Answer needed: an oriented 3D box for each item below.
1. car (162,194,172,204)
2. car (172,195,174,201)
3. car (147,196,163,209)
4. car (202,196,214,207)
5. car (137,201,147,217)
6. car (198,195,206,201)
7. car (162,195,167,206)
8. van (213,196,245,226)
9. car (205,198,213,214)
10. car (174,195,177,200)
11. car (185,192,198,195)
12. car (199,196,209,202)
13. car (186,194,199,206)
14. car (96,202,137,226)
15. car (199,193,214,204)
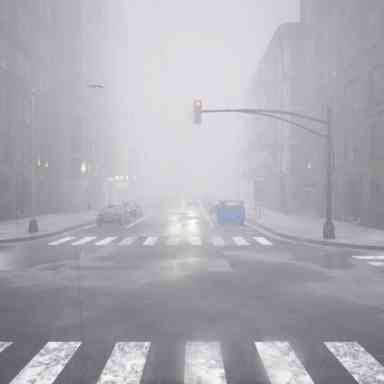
[{"bbox_3d":[-5.388,1.549,62.967,1.947,1.339,4.313,0,0,0],"label":"car"},{"bbox_3d":[-5.388,1.294,68.648,2.192,1.841,5.009,0,0,0],"label":"car"},{"bbox_3d":[-5.388,1.521,45.752,1.752,1.417,4.829,0,0,0],"label":"car"},{"bbox_3d":[2.637,1.577,45.928,1.802,1.307,4.206,0,0,0],"label":"car"},{"bbox_3d":[-5.388,1.544,28.875,1.887,1.381,4.507,0,0,0],"label":"car"},{"bbox_3d":[2.637,1.533,85.697,1.947,1.339,4.313,0,0,0],"label":"car"},{"bbox_3d":[-5.388,1.557,51.604,1.947,1.339,4.313,0,0,0],"label":"car"},{"bbox_3d":[2.637,1.340,23.203,1.690,1.788,3.998,0,0,0],"label":"van"},{"bbox_3d":[2.637,1.581,34.565,1.802,1.307,4.206,0,0,0],"label":"car"},{"bbox_3d":[-5.388,1.411,80.012,1.967,1.590,4.097,0,0,0],"label":"car"},{"bbox_3d":[0.094,1.332,67.112,2.097,1.767,4.553,0,0,-2],"label":"car"},{"bbox_3d":[2.637,1.526,74.334,2.008,1.369,4.403,0,0,0],"label":"car"},{"bbox_3d":[0.098,1.516,52.714,1.812,1.442,4.674,0,0,0],"label":"car"},{"bbox_3d":[-5.388,1.550,23.194,2.008,1.369,4.403,0,0,0],"label":"car"},{"bbox_3d":[2.637,1.306,51.609,2.192,1.841,5.009,0,0,0],"label":"car"}]
